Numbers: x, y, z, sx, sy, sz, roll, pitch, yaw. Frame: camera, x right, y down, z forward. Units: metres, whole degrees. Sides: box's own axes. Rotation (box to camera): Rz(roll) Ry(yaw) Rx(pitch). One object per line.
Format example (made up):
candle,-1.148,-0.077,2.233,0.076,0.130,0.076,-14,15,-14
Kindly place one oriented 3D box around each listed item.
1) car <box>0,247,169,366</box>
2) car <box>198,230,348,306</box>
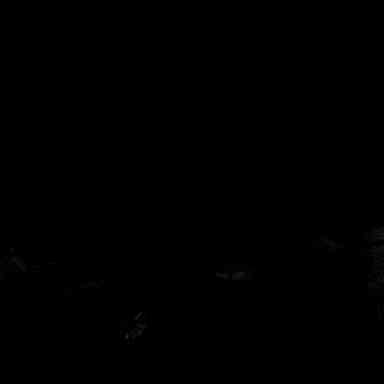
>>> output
car,-2.375,1.569,4.842,4.313,1.339,1.947,0,0,-35
car,2.107,1.614,8.032,4.206,1.307,1.802,0,0,-35
